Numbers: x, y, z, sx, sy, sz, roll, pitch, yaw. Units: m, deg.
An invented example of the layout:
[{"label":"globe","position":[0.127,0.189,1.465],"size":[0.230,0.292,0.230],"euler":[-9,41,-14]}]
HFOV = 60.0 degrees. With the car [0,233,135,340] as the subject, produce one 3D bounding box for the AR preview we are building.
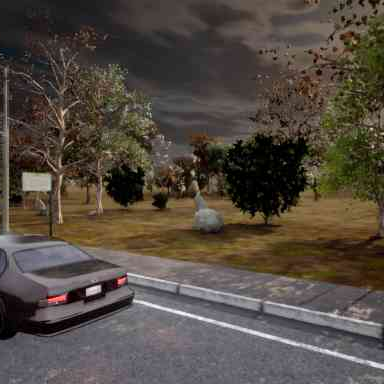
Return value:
[{"label":"car","position":[-3.542,1.548,6.530],"size":[5.357,1.411,2.033],"euler":[0,0,36]}]
